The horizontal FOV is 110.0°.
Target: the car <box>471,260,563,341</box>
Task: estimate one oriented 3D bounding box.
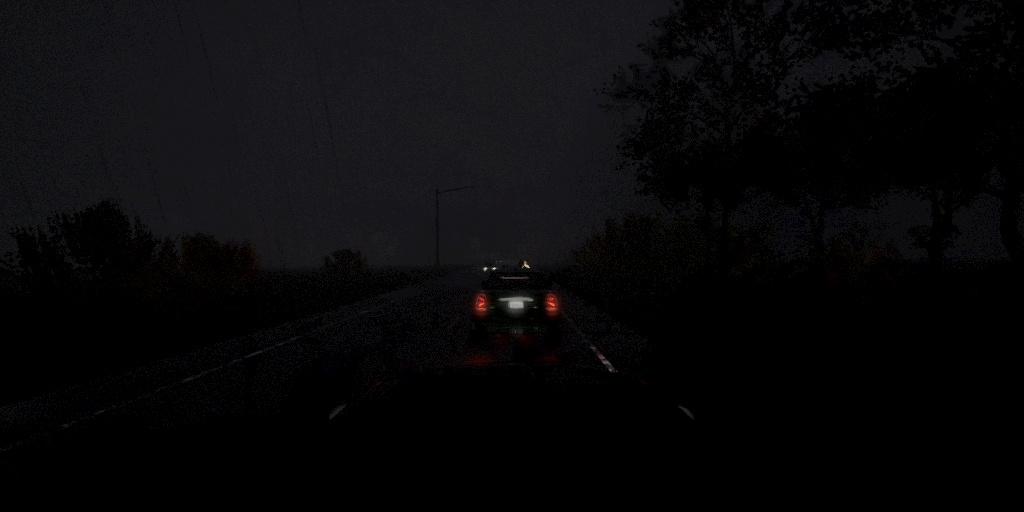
[{"bbox_3d":[0.109,1.099,10.002,2.097,1.767,4.553,0,0,0],"label":"car"}]

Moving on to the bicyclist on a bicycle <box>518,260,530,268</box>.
[{"bbox_3d":[0.960,1.177,25.825,0.866,1.612,1.509,0,0,1],"label":"bicyclist on a bicycle"}]

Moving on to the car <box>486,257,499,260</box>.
[{"bbox_3d":[-3.797,1.210,62.029,1.882,1.535,5.008,0,0,0],"label":"car"}]
